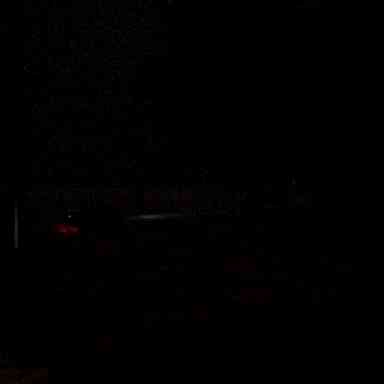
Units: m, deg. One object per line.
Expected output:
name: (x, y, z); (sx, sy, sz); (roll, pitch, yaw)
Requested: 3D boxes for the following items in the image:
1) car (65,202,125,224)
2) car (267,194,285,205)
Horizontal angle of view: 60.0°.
car: (-7.313, 1.525, 25.663); (2.128, 1.511, 4.902); (3, 2, 35)
car: (15.775, 1.328, 62.128); (2.150, 2.045, 5.566); (3, 1, 30)
